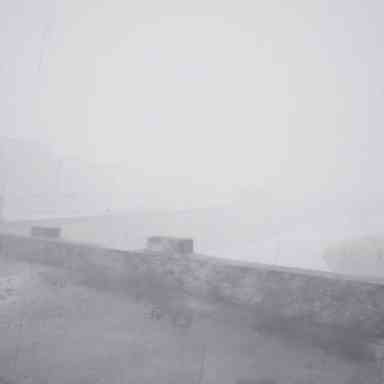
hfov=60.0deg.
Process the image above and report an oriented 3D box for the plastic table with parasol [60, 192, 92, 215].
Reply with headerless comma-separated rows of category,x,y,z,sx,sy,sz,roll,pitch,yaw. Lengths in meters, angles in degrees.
plastic table with parasol,-13.336,1.281,38.290,2.482,2.480,2.482,-1,0,35
